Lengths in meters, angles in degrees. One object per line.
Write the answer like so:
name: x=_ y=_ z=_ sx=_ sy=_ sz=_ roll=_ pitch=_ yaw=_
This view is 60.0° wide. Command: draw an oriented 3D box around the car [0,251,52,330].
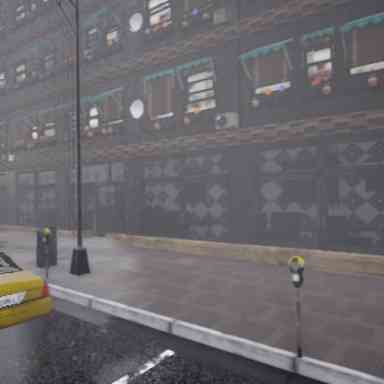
car: x=-4.516 y=1.519 z=6.114 sx=4.829 sy=1.417 sz=1.752 roll=0 pitch=-1 yaw=36
